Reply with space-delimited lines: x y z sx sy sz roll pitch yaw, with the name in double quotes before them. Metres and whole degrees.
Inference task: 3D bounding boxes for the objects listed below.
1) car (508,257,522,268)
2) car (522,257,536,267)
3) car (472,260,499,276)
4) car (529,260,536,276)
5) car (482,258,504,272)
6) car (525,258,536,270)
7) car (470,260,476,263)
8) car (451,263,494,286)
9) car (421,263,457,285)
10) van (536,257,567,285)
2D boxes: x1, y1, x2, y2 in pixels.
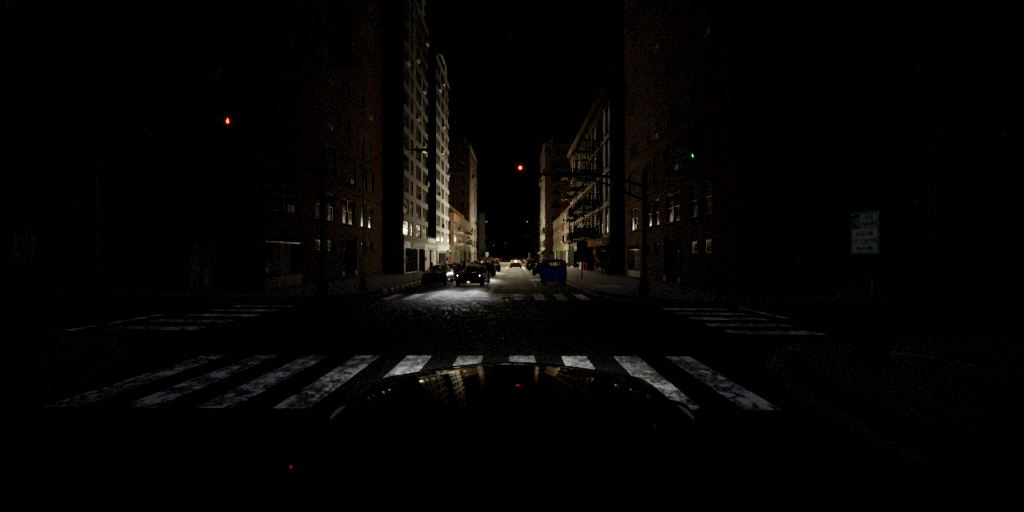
"car" 0.618 1.336 59.045 1.895 1.301 4.718 0 0 1
"car" 3.103 1.054 53.769 2.192 1.841 5.009 0 0 1
"car" -2.548 1.349 35.146 1.895 1.301 4.718 0 0 1
"car" 2.949 1.330 36.725 1.802 1.307 4.207 0 0 1
"car" -2.452 1.309 45.199 1.994 1.385 4.181 0 0 1
"car" 3.052 1.325 48.087 1.802 1.307 4.207 0 0 1
"car" -4.975 1.269 47.984 1.751 1.417 4.829 0 0 1
"car" -2.652 1.349 25.134 1.895 1.301 4.718 0 0 4
"car" -5.179 1.299 25.427 2.007 1.370 4.403 0 0 1
"van" 2.846 1.089 25.363 1.690 1.789 3.998 0 0 1
